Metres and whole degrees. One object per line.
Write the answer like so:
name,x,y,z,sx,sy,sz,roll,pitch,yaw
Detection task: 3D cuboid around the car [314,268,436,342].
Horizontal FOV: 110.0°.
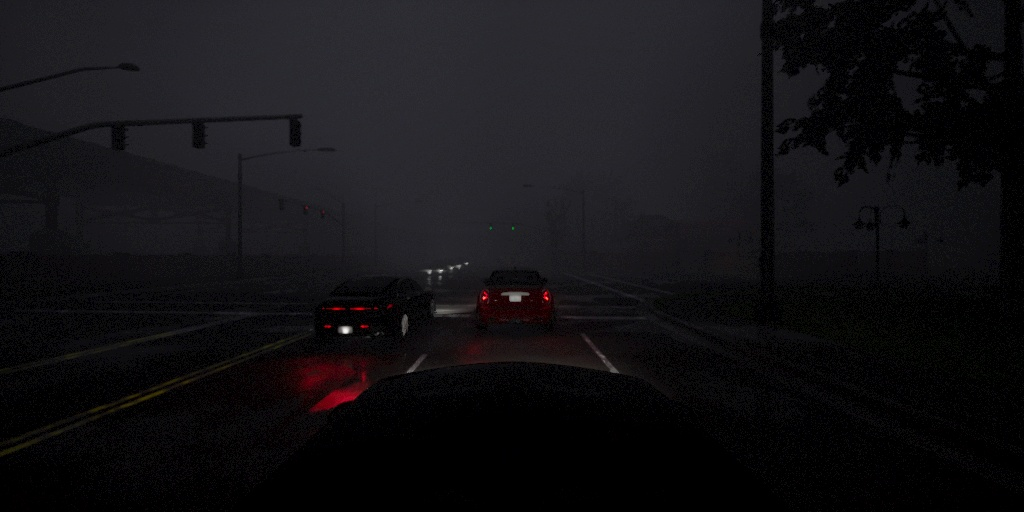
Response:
car,-3.411,1.255,9.778,1.837,1.490,4.892,0,0,0

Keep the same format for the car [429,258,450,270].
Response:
car,-10.574,1.146,51.591,1.812,1.442,4.674,0,1,0

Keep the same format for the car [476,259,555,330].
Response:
car,0.092,1.101,11.263,2.097,1.767,4.553,0,0,0

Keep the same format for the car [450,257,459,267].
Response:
car,-10.547,1.044,60.311,1.812,1.442,4.674,0,1,0
